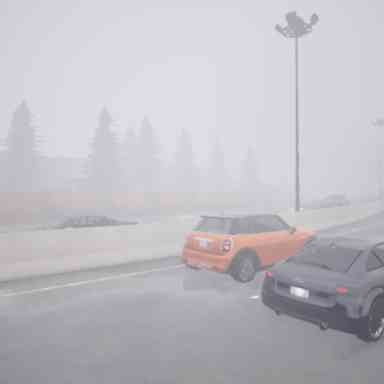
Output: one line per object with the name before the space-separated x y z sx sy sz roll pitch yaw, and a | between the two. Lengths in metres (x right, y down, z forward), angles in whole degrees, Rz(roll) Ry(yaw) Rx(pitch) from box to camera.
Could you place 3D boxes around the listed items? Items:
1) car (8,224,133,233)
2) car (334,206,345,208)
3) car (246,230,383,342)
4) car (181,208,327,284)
car | -4.714 1.611 13.742 5.357 1.411 2.033 0 0 -38
car | 15.620 1.256 35.832 2.150 2.045 5.566 0 0 35
car | 3.287 1.570 6.589 4.181 1.385 1.994 0 0 -39
car | 1.930 1.375 10.000 4.553 1.767 2.097 0 0 -40
